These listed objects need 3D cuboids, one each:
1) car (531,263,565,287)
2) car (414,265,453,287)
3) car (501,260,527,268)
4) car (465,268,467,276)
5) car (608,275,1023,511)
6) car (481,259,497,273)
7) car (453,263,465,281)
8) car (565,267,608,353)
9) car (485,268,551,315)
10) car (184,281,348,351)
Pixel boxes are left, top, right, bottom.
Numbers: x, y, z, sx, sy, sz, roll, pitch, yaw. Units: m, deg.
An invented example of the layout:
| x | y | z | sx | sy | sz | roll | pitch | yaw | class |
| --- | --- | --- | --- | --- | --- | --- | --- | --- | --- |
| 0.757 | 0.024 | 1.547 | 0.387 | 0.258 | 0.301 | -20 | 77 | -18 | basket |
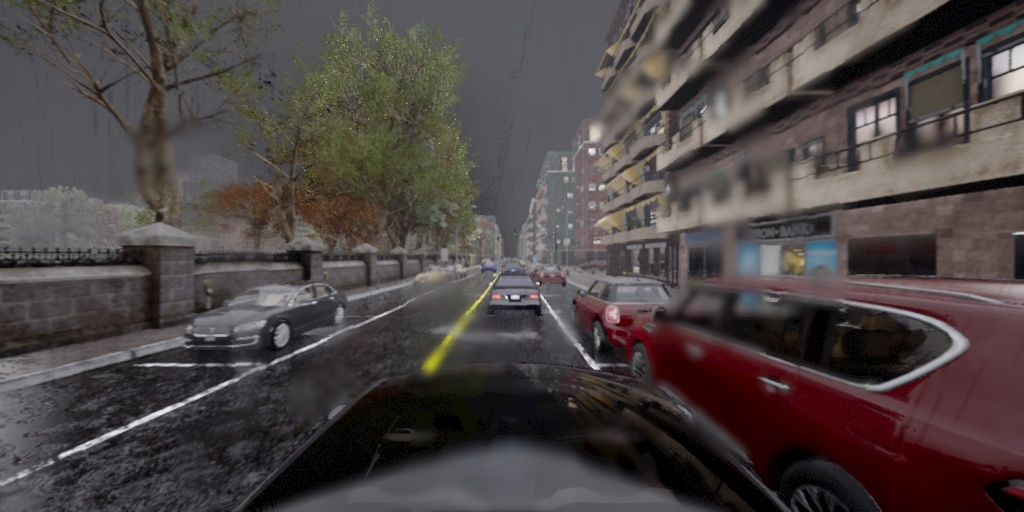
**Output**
| x | y | z | sx | sy | sz | roll | pitch | yaw | class |
| --- | --- | --- | --- | --- | --- | --- | --- | --- | --- |
| 2.691 | 1.302 | 25.839 | 1.967 | 1.591 | 4.097 | 0 | 0 | 0 | car |
| -5.690 | 1.388 | 25.669 | 1.751 | 1.417 | 4.829 | 0 | 0 | 0 | car |
| 0.098 | 1.248 | 32.301 | 2.097 | 1.767 | 4.553 | 0 | 0 | 0 | car |
| -5.690 | 1.446 | 36.929 | 1.751 | 1.417 | 4.829 | 0 | 0 | 0 | car |
| 2.691 | 1.072 | 3.318 | 2.192 | 1.841 | 5.009 | 0 | 0 | 0 | car |
| -3.003 | 1.459 | 47.597 | 1.882 | 1.535 | 5.008 | 0 | -1 | 0 | car |
| -5.689 | 1.441 | 31.469 | 2.007 | 1.370 | 4.403 | 0 | 0 | 0 | car |
| 2.691 | 1.222 | 8.949 | 1.967 | 1.591 | 4.097 | 0 | 0 | 0 | car |
| 0.100 | 1.352 | 13.775 | 2.033 | 1.411 | 5.357 | 0 | 0 | 0 | car |
| -5.689 | 1.333 | 8.949 | 2.007 | 1.370 | 4.403 | 0 | 0 | 0 | car |
